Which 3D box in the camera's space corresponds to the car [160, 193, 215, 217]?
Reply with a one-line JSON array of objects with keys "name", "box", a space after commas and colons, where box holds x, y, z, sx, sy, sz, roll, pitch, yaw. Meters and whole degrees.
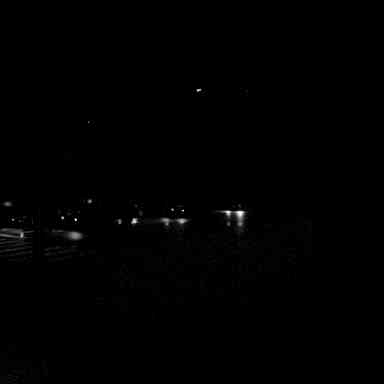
[{"name": "car", "box": [-0.047, 1.117, 30.347, 2.150, 2.045, 5.566, 0, 0, 35]}]

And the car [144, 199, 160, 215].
[{"name": "car", "box": [-4.169, 1.390, 30.157, 1.882, 1.535, 5.008, 0, 0, 35]}]

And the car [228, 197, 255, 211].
[{"name": "car", "box": [6.012, 1.355, 38.875, 1.837, 1.490, 4.892, 0, 0, 36]}]

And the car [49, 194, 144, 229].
[{"name": "car", "box": [-6.044, 1.160, 21.894, 2.150, 2.045, 5.566, 0, 0, 35]}]

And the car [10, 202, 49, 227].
[{"name": "car", "box": [-9.630, 1.457, 22.460, 1.837, 1.490, 4.892, 0, 0, 35]}]
